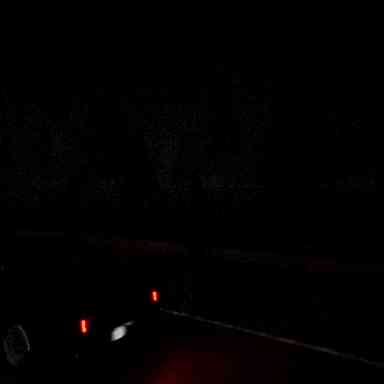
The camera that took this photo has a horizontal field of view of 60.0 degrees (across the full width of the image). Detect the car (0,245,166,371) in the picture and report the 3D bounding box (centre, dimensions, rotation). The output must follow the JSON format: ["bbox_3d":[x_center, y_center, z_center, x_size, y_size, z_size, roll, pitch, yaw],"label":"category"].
[{"bbox_3d":[-2.840,1.590,5.631,4.718,1.301,1.895,0,0,33],"label":"car"}]
